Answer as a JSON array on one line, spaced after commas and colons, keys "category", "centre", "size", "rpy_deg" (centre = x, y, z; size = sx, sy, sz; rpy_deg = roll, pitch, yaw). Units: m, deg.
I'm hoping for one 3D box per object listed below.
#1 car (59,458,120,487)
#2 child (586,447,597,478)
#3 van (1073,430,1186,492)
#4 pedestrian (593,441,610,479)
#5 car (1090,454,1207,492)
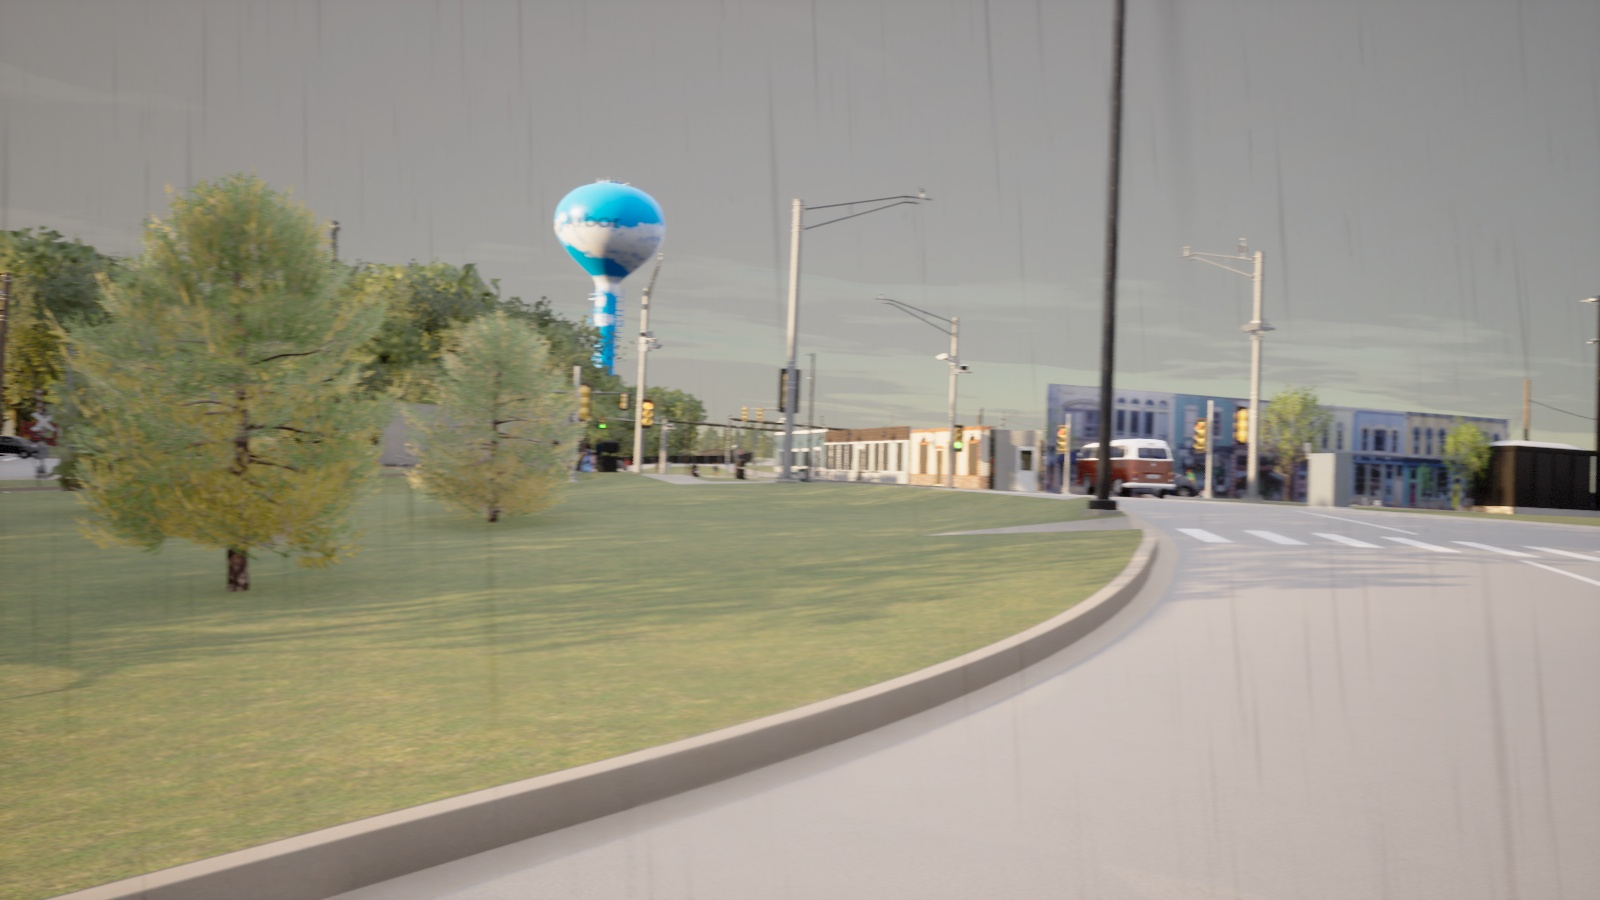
[{"category": "car", "centre": [-44.180, 1.370, 78.221], "size": [2.033, 1.649, 4.856], "rpy_deg": [2, 0, -14]}, {"category": "child", "centre": [-8.364, 0.504, 50.316], "size": [0.270, 1.263, 0.437], "rpy_deg": [2, -2, -27]}, {"category": "van", "centre": [11.589, 0.414, 44.500], "size": [2.069, 2.038, 4.480], "rpy_deg": [1, -1, -12]}, {"category": "pedestrian", "centre": [-9.589, 0.492, 60.739], "size": [0.726, 1.842, 0.402], "rpy_deg": [-1, -3, 41]}, {"category": "car", "centre": [16.715, 1.141, 60.224], "size": [5.027, 1.651, 2.152], "rpy_deg": [2, -2, -19]}]
